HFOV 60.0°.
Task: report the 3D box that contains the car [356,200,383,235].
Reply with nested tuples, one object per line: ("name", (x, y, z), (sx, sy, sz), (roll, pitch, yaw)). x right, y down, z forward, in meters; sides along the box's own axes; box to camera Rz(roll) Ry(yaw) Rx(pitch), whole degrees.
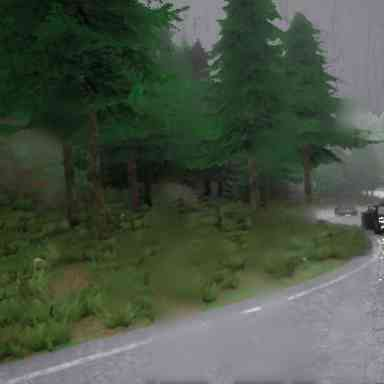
("car", (11.826, 1.552, 20.139), (2.097, 1.767, 4.553), (-3, -2, 15))

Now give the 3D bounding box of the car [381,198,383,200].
("car", (34.249, 1.126, 55.439), (5.566, 2.045, 2.150), (-3, 2, -17))

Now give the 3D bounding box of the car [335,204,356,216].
("car", (17.926, 2.106, 38.874), (1.994, 1.385, 4.181), (-3, -2, 18))
